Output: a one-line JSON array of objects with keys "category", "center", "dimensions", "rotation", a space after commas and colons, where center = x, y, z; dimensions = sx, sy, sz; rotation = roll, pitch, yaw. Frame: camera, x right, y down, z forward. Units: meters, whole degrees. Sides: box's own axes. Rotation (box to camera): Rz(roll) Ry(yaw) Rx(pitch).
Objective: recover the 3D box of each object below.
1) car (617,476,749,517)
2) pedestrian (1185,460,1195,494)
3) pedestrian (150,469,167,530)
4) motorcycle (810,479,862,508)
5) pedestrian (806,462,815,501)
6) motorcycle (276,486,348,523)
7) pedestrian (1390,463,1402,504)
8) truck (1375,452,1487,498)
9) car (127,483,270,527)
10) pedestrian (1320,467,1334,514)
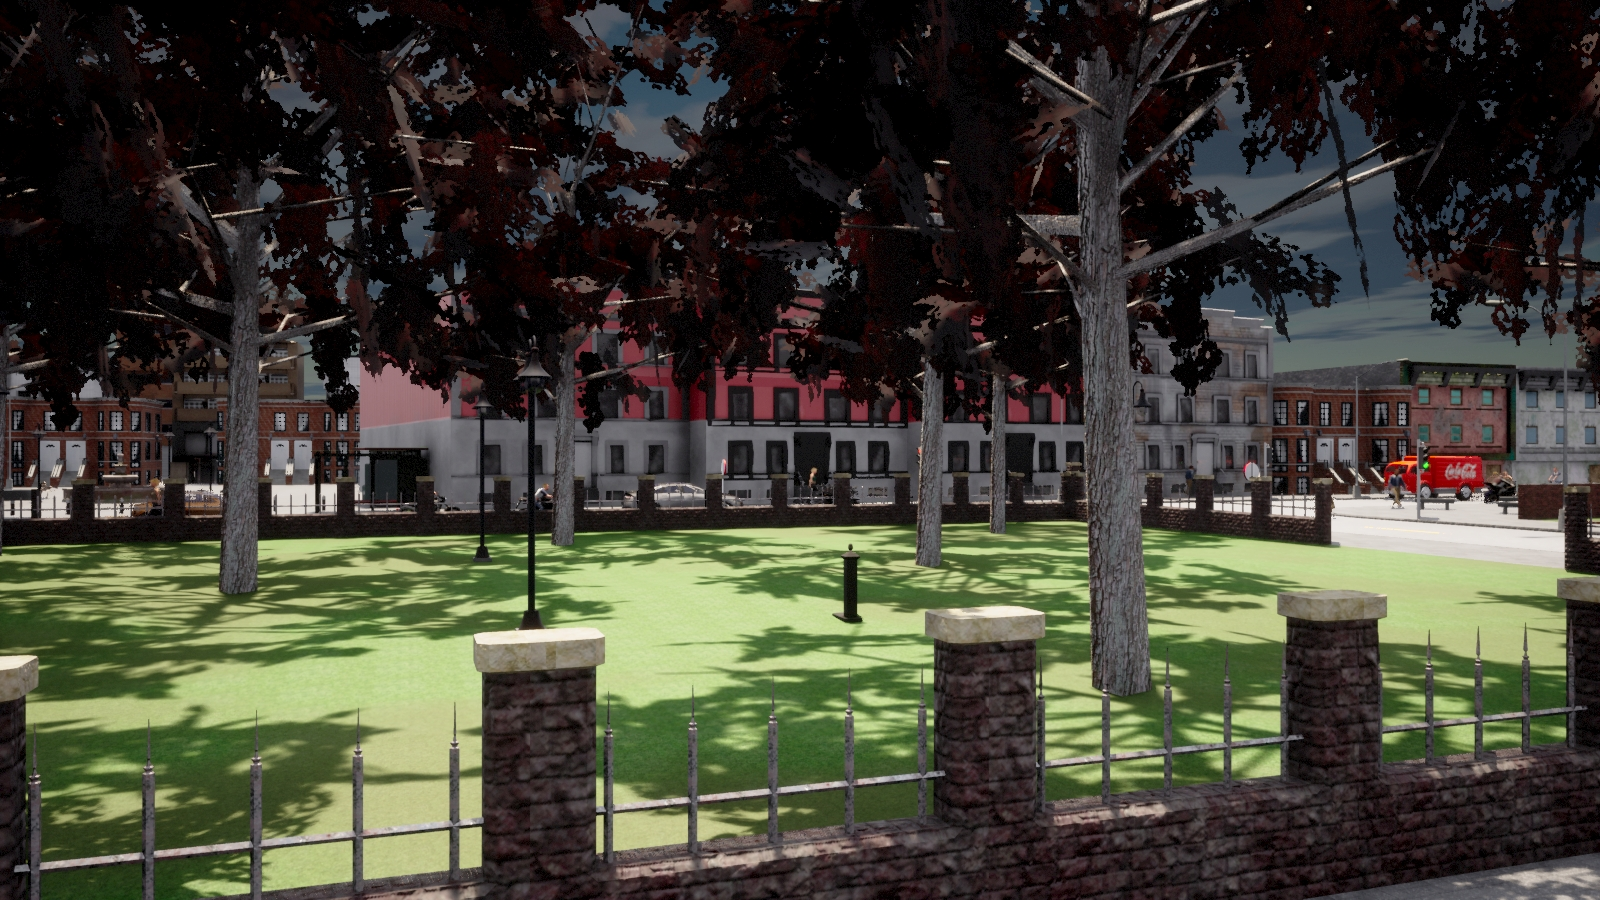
[{"category": "car", "center": [-4.677, 1.827, 45.707], "dimensions": [4.902, 1.511, 2.128], "rotation": [0, 0, -19]}, {"category": "pedestrian", "center": [21.942, 1.523, 64.304], "dimensions": [0.375, 1.860, 0.375], "rotation": [0, 0, -18]}, {"category": "pedestrian", "center": [-19.892, 1.523, 35.429], "dimensions": [0.375, 1.860, 0.375], "rotation": [0, 0, -19]}, {"category": "motorcycle", "center": [1.639, 1.985, 52.238], "dimensions": [2.209, 1.251, 0.867], "rotation": [0, 0, -19]}, {"category": "pedestrian", "center": [0.499, 1.524, 55.188], "dimensions": [0.375, 1.860, 0.375], "rotation": [0, 0, -5]}, {"category": "motorcycle", "center": [-17.611, 1.950, 41.298], "dimensions": [2.356, 1.277, 0.764], "rotation": [0, 0, -19]}, {"category": "pedestrian", "center": [26.925, 1.517, 51.638], "dimensions": [0.375, 1.860, 0.375], "rotation": [0, 0, 5]}, {"category": "truck", "center": [35.004, 1.348, 63.458], "dimensions": [5.204, 2.467, 2.627], "rotation": [0, 0, -19]}, {"category": "car", "center": [-21.030, 1.898, 40.117], "dimensions": [4.181, 1.385, 1.994], "rotation": [0, 0, -19]}, {"category": "pedestrian", "center": [21.248, 1.629, 46.076], "dimensions": [0.375, 1.860, 0.375], "rotation": [0, 0, -6]}]
